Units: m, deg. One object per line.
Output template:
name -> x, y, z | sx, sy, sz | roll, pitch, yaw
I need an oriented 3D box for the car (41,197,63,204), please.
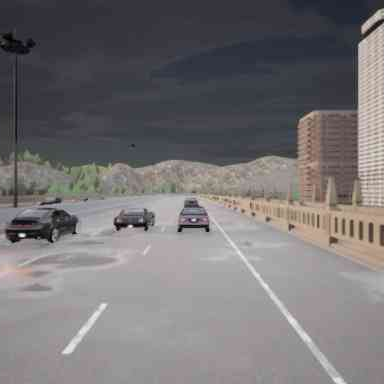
car -> -21.488, 1.481, 51.233 | 1.882, 1.535, 5.008 | 0, 0, -1

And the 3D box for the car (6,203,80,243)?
car -> -6.902, 1.506, 15.940 | 1.837, 1.490, 4.892 | 0, 0, 0

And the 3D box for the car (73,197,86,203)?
car -> -18.087, 1.578, 54.908 | 1.994, 1.385, 4.181 | 0, 0, -2

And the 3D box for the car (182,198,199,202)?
car -> -0.147, 1.507, 42.685 | 1.837, 1.490, 4.892 | 0, 0, -1

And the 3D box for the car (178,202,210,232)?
car -> 0.099, 1.549, 20.301 | 2.033, 1.411, 5.357 | 0, 0, 0

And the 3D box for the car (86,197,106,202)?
car -> -14.494, 1.515, 51.604 | 1.837, 1.490, 4.892 | 0, 0, -2

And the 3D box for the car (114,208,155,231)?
car -> -3.400, 1.602, 20.577 | 1.895, 1.301, 4.718 | 0, 0, 0
